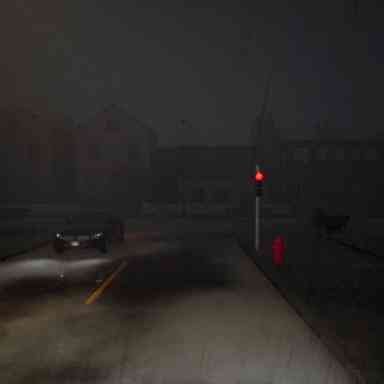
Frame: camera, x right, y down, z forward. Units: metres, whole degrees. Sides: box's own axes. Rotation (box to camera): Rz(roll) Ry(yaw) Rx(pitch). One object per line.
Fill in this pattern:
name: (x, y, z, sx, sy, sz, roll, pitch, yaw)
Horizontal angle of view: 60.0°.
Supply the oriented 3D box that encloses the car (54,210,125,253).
car: (-3.999, 1.505, 13.700, 1.812, 1.442, 4.674, 0, 0, 0)
